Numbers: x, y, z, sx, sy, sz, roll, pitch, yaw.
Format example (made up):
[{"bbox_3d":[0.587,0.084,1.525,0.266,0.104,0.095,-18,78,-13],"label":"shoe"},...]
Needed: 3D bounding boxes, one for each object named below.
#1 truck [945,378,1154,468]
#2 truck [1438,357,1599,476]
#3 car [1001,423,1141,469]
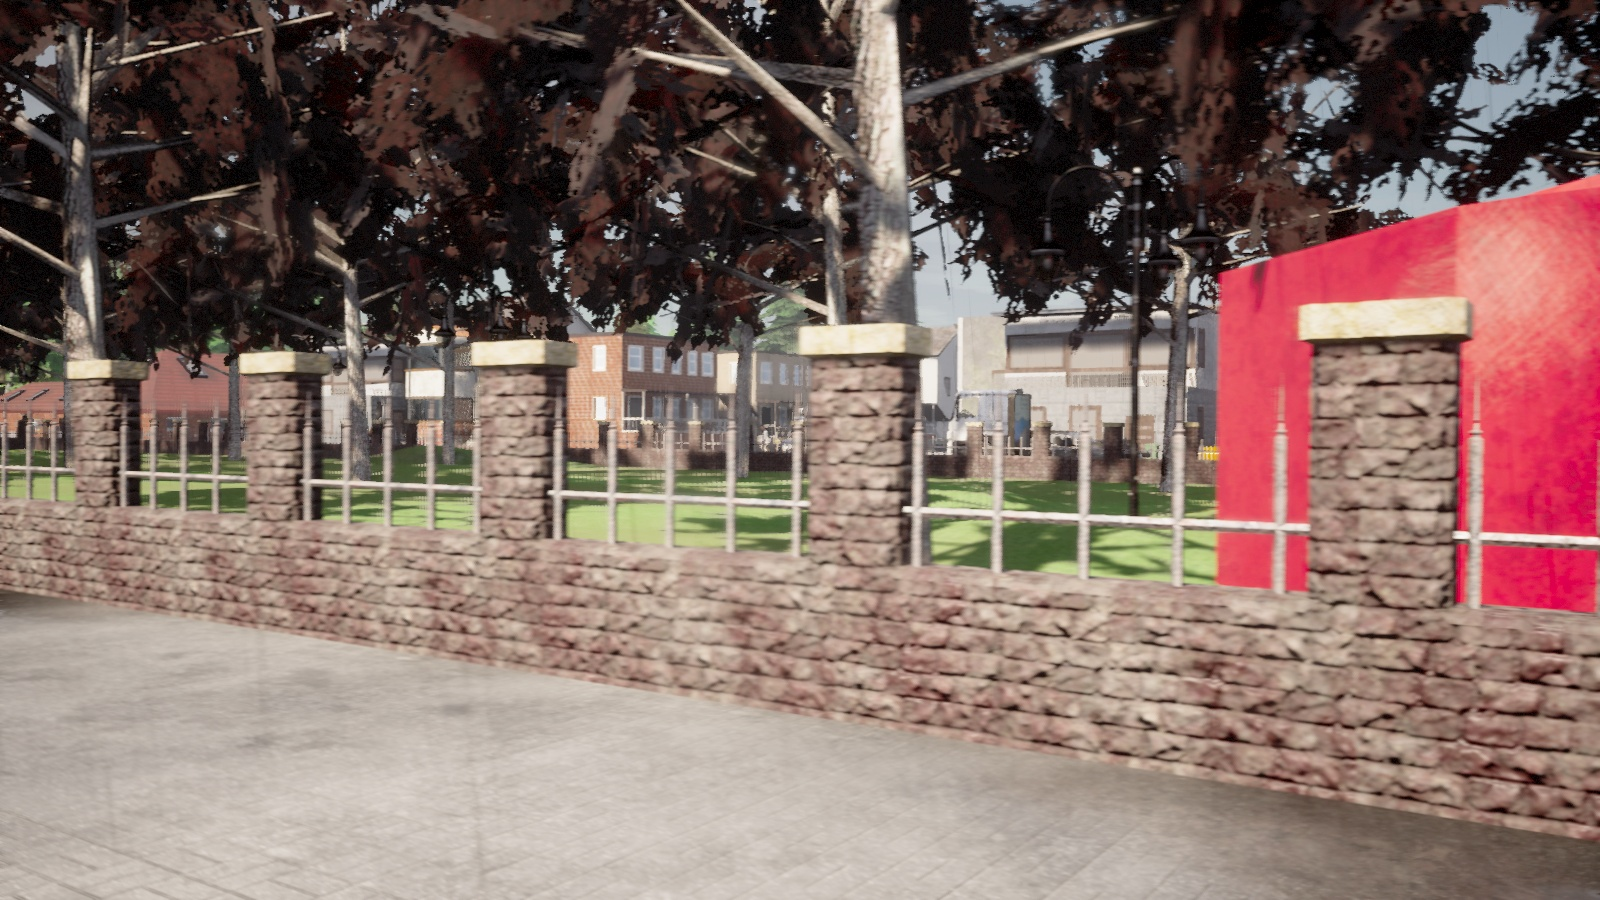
[{"bbox_3d":[10.187,-1.050,51.782,7.936,3.462,2.891,0,1,34],"label":"truck"},{"bbox_3d":[23.851,-0.986,37.877,7.936,3.462,2.891,0,1,34],"label":"truck"},{"bbox_3d":[10.127,-0.158,47.033,4.611,1.667,2.242,0,1,34],"label":"car"}]
